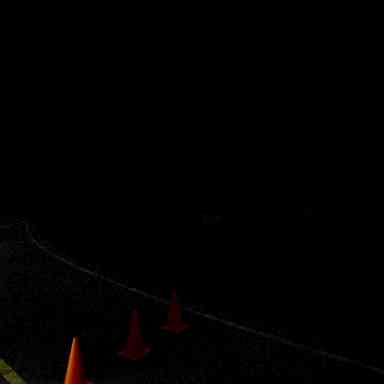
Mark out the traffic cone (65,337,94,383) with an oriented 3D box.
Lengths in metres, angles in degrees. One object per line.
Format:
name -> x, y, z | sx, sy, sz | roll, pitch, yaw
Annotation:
traffic cone -> -1.313, 1.945, 3.759 | 0.340, 0.580, 0.340 | 1, 1, 31

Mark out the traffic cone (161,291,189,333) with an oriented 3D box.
traffic cone -> -0.276, 1.931, 5.460 | 0.340, 0.580, 0.340 | 1, 1, 31

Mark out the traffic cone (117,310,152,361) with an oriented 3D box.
traffic cone -> -0.795, 1.938, 4.610 | 0.340, 0.580, 0.340 | 1, 1, 31
